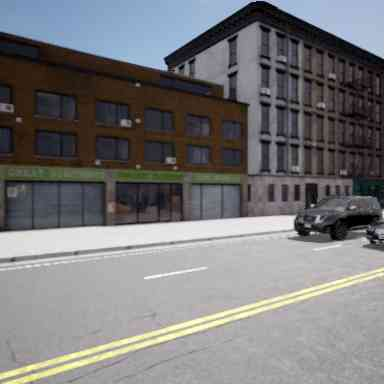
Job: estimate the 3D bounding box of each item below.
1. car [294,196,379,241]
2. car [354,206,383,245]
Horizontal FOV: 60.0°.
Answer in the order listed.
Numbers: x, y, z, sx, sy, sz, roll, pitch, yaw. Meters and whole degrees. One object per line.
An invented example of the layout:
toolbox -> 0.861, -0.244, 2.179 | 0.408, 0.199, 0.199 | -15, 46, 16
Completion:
car -> 7.659, 1.230, 17.131 | 5.566, 2.045, 2.150 | 0, 0, -35
car -> 9.499, 1.499, 14.453 | 4.902, 1.511, 2.128 | 0, 0, -35
